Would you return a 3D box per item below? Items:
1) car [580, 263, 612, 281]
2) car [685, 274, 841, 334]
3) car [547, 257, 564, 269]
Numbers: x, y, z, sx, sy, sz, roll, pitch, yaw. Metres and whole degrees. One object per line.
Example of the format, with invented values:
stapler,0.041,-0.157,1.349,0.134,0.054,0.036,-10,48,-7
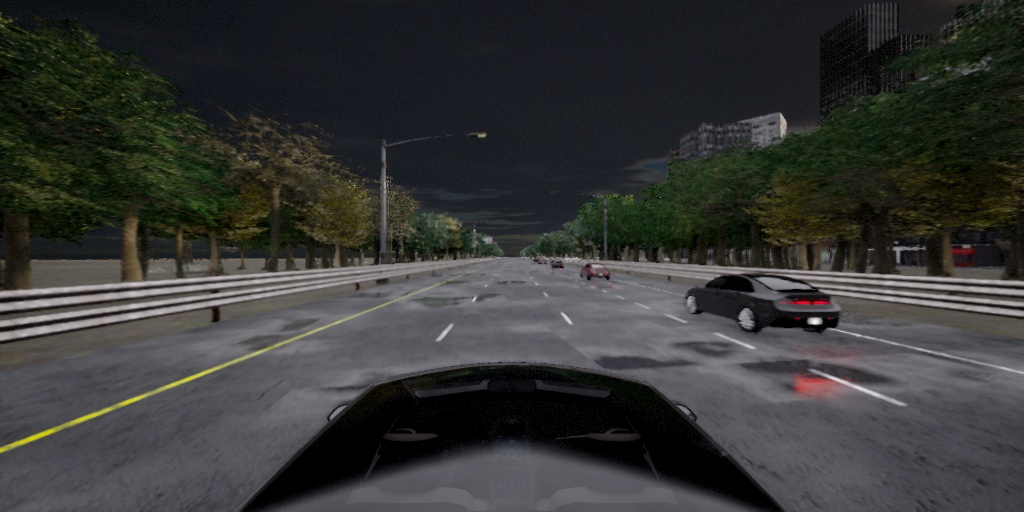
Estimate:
car,7.035,1.298,30.623,1.812,1.442,4.674,0,0,0
car,7.001,1.262,10.707,1.837,1.490,4.892,0,0,0
car,7.133,1.299,57.654,1.837,1.490,4.892,0,0,0
